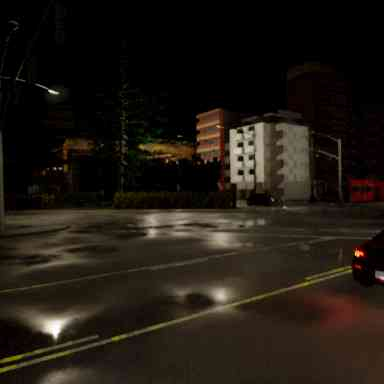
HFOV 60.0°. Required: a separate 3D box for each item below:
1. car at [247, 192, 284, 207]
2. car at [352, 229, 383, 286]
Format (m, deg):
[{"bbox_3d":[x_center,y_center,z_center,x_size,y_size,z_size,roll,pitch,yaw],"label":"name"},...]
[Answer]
[{"bbox_3d":[8.613,0.820,39.340,2.097,1.767,4.553,-2,1,-35],"label":"car"},{"bbox_3d":[5.543,1.397,7.714,4.674,1.442,1.812,-1,1,-35],"label":"car"}]
